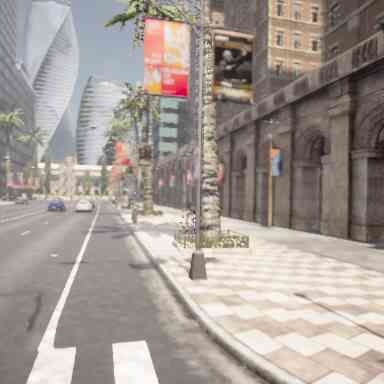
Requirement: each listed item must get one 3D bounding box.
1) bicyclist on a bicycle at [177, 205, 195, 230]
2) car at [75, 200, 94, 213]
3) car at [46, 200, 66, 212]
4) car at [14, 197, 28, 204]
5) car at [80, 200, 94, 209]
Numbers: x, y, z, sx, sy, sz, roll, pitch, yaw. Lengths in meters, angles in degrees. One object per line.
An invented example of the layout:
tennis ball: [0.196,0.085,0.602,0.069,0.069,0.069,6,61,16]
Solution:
bicyclist on a bicycle: [-0.022,1.560,18.860,1.656,1.620,0.582,1,-1,-15]
car: [-13.828,1.844,42.625,1.812,1.442,4.674,1,-1,-15]
car: [-17.661,1.782,43.418,1.812,1.442,4.674,1,-1,-15]
car: [-35.123,1.744,68.570,2.231,1.521,4.892,1,-1,-15]
car: [-16.973,1.976,54.128,1.994,1.385,4.181,1,-1,-15]
